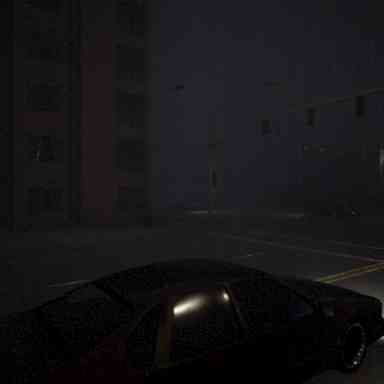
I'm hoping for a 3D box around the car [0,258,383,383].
[{"bbox_3d":[0.148,1.546,3.901,5.357,1.411,2.033,0,0,-35],"label":"car"}]

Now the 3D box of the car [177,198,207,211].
[{"bbox_3d":[-0.102,1.512,40.118,1.812,1.442,4.674,0,0,-35],"label":"car"}]

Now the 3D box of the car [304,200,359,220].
[{"bbox_3d":[11.734,1.463,28.347,1.882,1.535,5.008,1,0,-22],"label":"car"}]
